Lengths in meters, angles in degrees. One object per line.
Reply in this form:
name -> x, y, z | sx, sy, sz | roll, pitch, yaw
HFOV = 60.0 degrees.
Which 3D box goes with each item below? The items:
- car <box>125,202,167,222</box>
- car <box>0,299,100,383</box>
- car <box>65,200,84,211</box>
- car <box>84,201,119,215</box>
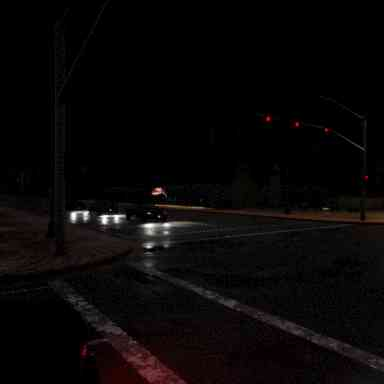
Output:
car -> -3.768, 1.526, 26.366 | 1.812, 1.442, 4.674 | 0, 0, -36
car -> -2.977, 1.492, 1.740 | 4.902, 1.511, 2.128 | 0, 0, -35
car -> -14.839, 1.601, 41.890 | 1.895, 1.301, 4.718 | 0, 0, -35
car -> -8.999, 1.564, 33.682 | 1.994, 1.385, 4.181 | 0, 0, -35
